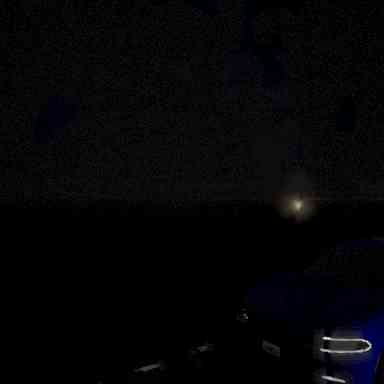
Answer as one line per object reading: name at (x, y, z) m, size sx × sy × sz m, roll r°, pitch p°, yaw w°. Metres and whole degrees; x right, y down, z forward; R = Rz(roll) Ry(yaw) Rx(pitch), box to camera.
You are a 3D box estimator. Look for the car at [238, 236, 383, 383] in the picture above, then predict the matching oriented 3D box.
car at (2.909, 1.473, 5.179) m, size 5.008 × 1.535 × 1.882 m, roll 0°, pitch 0°, yaw -36°
